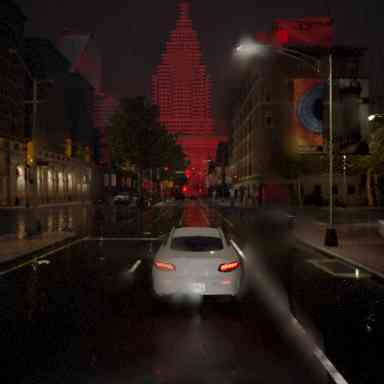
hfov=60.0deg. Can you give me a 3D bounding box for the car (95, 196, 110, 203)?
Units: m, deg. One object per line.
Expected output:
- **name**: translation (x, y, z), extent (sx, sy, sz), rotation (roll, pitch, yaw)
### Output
- **car**: translation (-17.970, 1.568, 66.947), extent (1.895, 1.301, 4.718), rotation (0, 0, 0)

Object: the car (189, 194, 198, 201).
- **car**: translation (0.362, 1.459, 86.484), extent (1.837, 1.490, 4.892), rotation (0, 0, 0)

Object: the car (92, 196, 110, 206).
- **car**: translation (-14.850, 1.483, 54.366), extent (1.837, 1.490, 4.892), rotation (0, 0, 1)

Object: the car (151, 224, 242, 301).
- **car**: translation (0.110, 1.522, 8.204), extent (1.812, 1.442, 4.674), rotation (0, 0, 1)

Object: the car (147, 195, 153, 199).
- **car**: translation (-11.145, 1.443, 84.888), extent (1.882, 1.535, 5.008), rotation (0, 0, 0)

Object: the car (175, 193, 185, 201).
- **car**: translation (-3.138, 1.184, 86.529), extent (2.150, 2.045, 5.566), rotation (0, 0, 0)

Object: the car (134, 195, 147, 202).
- **car**: translation (-11.209, 1.450, 69.712), extent (1.882, 1.535, 5.008), rotation (0, 0, 0)

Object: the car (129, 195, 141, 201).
- **car**: translation (-14.642, 1.504, 85.559), extent (2.033, 1.411, 5.357), rotation (0, 0, 0)

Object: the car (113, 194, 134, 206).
- **car**: translation (-11.351, 1.526, 54.319), extent (2.033, 1.411, 5.357), rotation (0, 0, 1)

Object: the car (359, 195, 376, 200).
- **car**: translation (34.730, 1.454, 68.119), extent (2.231, 1.521, 4.892), rotation (0, 0, 0)
